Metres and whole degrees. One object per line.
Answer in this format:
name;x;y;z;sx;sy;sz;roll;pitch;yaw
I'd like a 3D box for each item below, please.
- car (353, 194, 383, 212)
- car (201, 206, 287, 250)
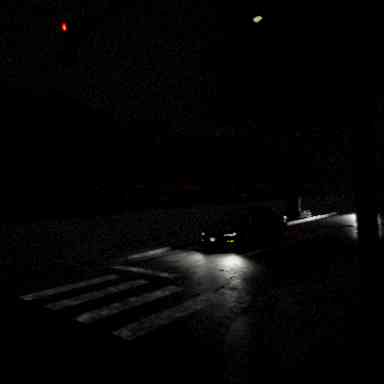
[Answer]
car;15.745;0.915;29.324;2.128;1.511;4.902;-4;-1;42
car;2.347;1.431;14.223;1.837;1.490;4.892;-4;0;42
